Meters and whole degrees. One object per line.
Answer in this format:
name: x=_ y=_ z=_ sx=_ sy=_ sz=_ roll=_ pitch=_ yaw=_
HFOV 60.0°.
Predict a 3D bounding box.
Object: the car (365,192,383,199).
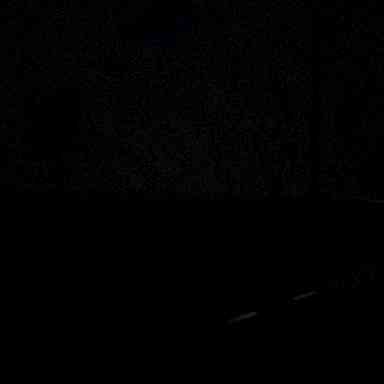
car: x=37.654 y=0.642 z=68.315 sx=2.033 sy=1.411 sz=5.357 roll=2 pitch=2 yaw=0
